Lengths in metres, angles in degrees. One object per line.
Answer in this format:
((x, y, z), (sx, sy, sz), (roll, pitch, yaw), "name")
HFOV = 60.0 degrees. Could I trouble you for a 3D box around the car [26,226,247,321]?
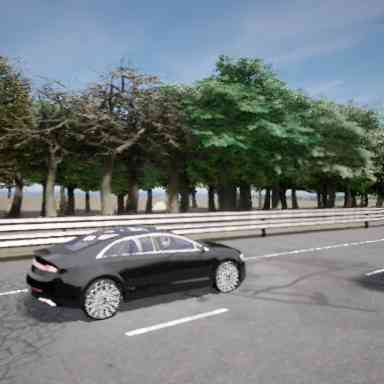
((-0.923, 1.524, 7.345), (4.902, 1.511, 2.128), (1, 0, -35), "car")
